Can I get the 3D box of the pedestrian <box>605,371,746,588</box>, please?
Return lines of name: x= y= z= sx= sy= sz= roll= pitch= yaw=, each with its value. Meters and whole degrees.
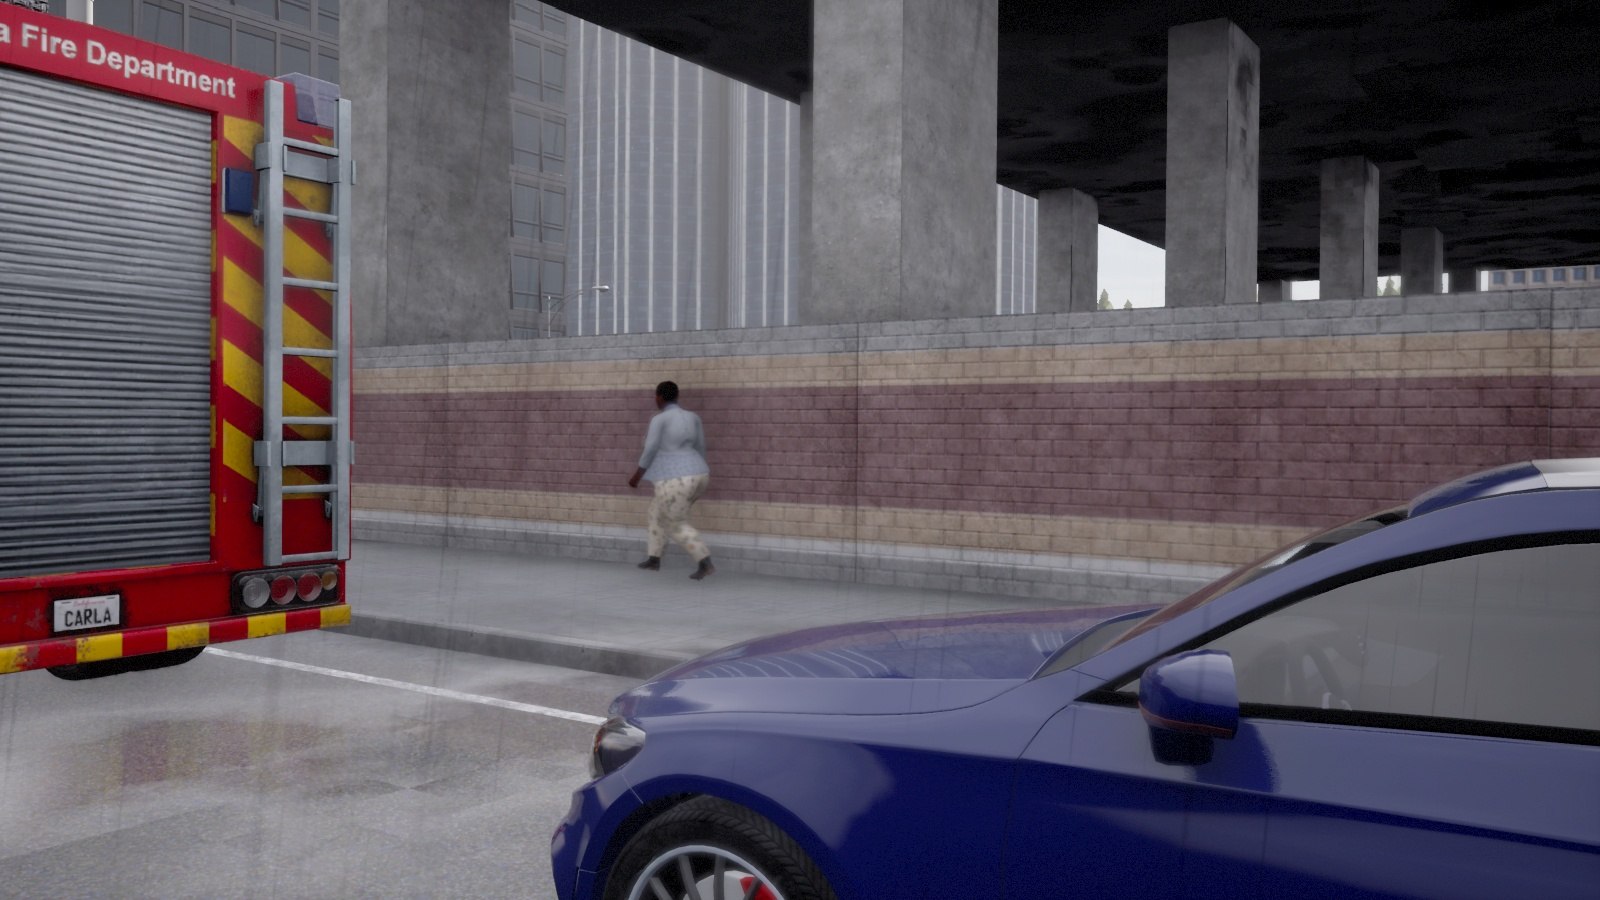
pedestrian: x=-1.119 y=0.249 z=11.351 sx=0.900 sy=1.855 sz=0.874 roll=0 pitch=1 yaw=33

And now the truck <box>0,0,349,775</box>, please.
truck: x=-6.880 y=-0.483 z=8.172 sx=8.468 sy=3.827 sz=2.891 roll=0 pitch=1 yaw=34

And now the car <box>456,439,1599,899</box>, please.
car: x=1.618 y=0.708 z=2.546 sx=4.674 sy=1.442 sz=1.812 roll=0 pitch=1 yaw=33
